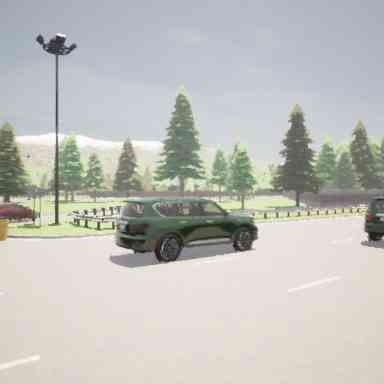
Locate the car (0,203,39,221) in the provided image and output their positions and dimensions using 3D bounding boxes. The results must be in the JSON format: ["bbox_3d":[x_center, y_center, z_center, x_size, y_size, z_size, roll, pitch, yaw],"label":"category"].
[{"bbox_3d":[-13.461,1.524,24.560,1.812,1.442,4.674,0,0,19],"label":"car"}]

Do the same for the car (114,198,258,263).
[{"bbox_3d":[-0.069,1.219,12.279,5.566,2.045,2.150,0,0,-35],"label":"car"}]

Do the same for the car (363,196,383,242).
[{"bbox_3d":[10.069,1.210,15.189,5.566,2.045,2.150,0,0,-35],"label":"car"}]
